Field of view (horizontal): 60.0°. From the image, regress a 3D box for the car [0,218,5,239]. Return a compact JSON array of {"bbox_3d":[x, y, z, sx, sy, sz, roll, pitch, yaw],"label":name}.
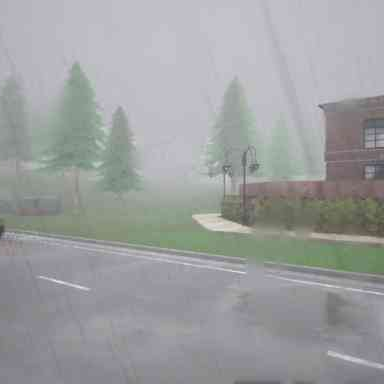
[{"bbox_3d":[-10.772,1.505,15.824,4.892,1.490,1.837,0,0,35],"label":"car"}]
